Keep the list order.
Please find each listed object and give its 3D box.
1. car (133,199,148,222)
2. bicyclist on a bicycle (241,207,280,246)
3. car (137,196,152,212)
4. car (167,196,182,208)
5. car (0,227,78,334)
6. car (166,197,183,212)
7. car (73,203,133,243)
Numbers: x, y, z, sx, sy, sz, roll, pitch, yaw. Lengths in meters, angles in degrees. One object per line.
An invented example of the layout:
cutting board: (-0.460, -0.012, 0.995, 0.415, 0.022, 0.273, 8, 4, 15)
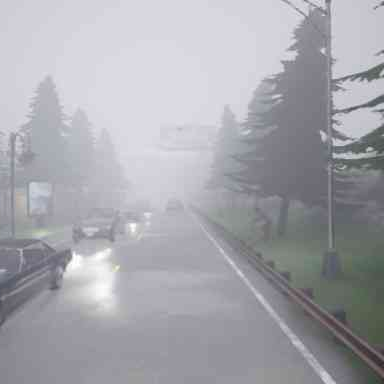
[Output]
car: (-5.065, 1.587, 27.156, 2.033, 1.411, 5.357, -1, 0, -3)
bicyclist on a bicycle: (2.804, 1.419, 13.631, 1.656, 1.620, 0.582, 0, 0, -3)
car: (-5.643, 1.541, 38.333, 1.837, 1.490, 4.892, -1, 0, -3)
car: (-2.640, 1.478, 49.540, 2.128, 1.511, 4.902, -1, 0, -3)
car: (-3.902, 1.646, 6.360, 1.895, 1.301, 4.718, -1, 0, -3)
car: (-2.035, 1.552, 38.979, 1.994, 1.385, 4.181, -1, 0, -3)
car: (-4.473, 1.534, 16.565, 2.128, 1.511, 4.902, -1, 0, -3)
